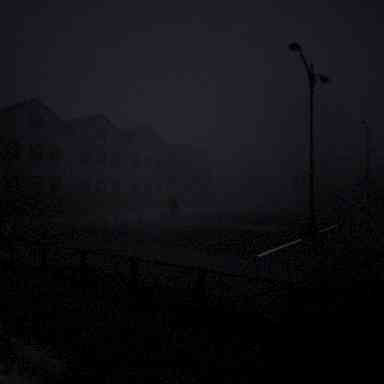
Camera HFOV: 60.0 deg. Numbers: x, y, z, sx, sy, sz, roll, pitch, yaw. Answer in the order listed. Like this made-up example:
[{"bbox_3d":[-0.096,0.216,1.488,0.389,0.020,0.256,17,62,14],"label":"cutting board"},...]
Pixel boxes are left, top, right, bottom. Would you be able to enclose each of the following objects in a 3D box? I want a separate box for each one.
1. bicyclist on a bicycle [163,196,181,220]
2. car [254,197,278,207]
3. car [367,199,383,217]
[{"bbox_3d":[-1.399,1.109,23.069,1.656,1.620,0.582,0,0,35],"label":"bicyclist on a bicycle"},{"bbox_3d":[10.445,1.356,46.692,2.033,1.411,5.357,0,0,33],"label":"car"},{"bbox_3d":[15.424,1.298,26.815,2.007,1.523,4.514,0,0,35],"label":"car"}]
